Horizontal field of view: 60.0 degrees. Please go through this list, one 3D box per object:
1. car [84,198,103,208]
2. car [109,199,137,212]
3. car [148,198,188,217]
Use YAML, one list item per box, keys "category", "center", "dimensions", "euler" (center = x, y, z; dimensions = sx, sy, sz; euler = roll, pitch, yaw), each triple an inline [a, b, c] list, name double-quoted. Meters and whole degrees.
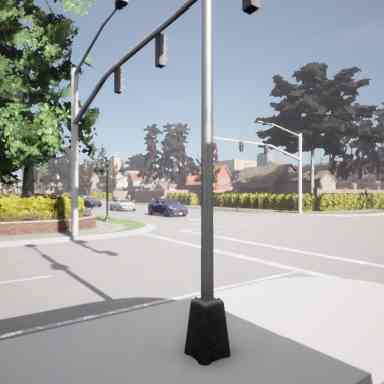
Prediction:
- category: "car"
  center: [-14.827, 1.548, 48.636]
  dimensions: [2.033, 1.411, 5.357]
  euler: [0, 0, -36]
- category: "car"
  center: [-8.309, 1.526, 39.634]
  dimensions: [1.812, 1.442, 4.674]
  euler: [0, 0, -36]
- category: "car"
  center: [-2.323, 1.352, 31.360]
  dimensions: [2.097, 1.767, 4.553]
  euler: [0, 0, -36]
